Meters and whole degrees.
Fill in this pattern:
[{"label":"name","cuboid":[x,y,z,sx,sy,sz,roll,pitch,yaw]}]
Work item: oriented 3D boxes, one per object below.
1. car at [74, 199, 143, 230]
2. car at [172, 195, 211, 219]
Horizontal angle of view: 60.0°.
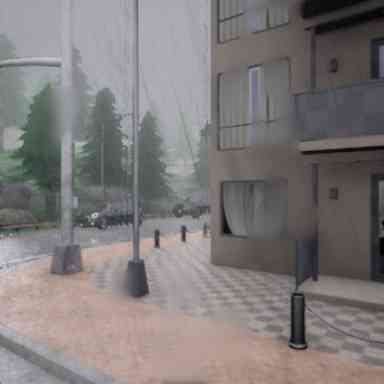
[{"label":"car","cuboid":[-5.301,1.387,21.595,2.097,1.767,4.553,0,0,35]},{"label":"car","cuboid":[0.574,1.257,30.025,2.150,2.045,5.566,0,0,35]}]
